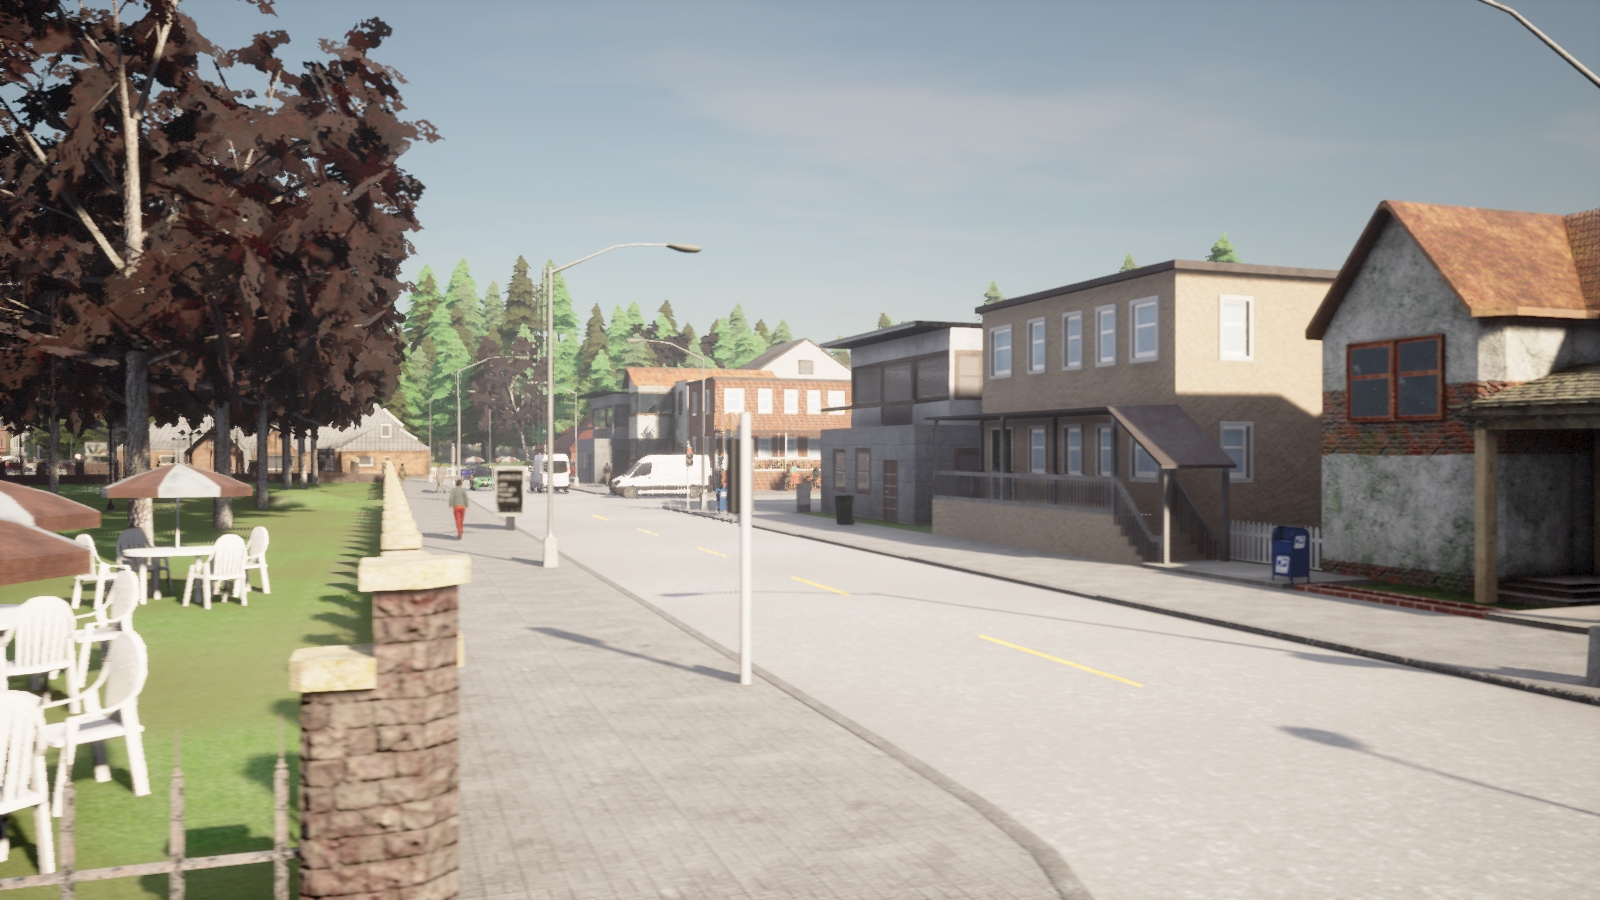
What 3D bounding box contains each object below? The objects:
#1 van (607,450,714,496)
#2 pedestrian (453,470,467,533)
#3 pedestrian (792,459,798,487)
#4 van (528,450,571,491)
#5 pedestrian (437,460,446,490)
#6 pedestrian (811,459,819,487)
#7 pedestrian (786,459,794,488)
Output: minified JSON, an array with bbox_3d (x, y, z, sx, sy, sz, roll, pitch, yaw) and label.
[{"bbox_3d":[-8.149,1.313,66.732,5.915,2.561,1.988,0,0,-16],"label":"van"},{"bbox_3d":[-10.181,1.524,34.187,0.375,1.860,0.375,0,0,-18],"label":"pedestrian"},{"bbox_3d":[-0.315,1.514,74.900,0.375,1.860,0.375,0,0,-1],"label":"pedestrian"},{"bbox_3d":[-16.685,1.313,75.917,1.988,2.561,5.915,0,0,-20],"label":"van"},{"bbox_3d":[-22.231,1.524,70.778,0.375,1.860,0.375,0,0,30],"label":"pedestrian"},{"bbox_3d":[0.976,1.514,75.179,0.375,1.860,0.375,0,0,-20],"label":"pedestrian"},{"bbox_3d":[-0.657,1.516,74.151,0.375,1.860,0.375,0,0,-23],"label":"pedestrian"}]
